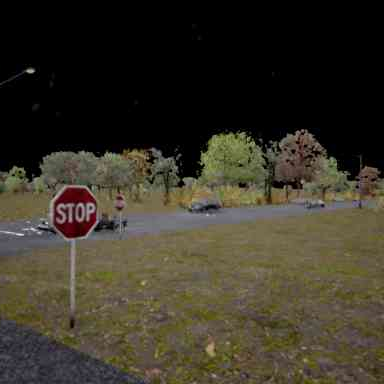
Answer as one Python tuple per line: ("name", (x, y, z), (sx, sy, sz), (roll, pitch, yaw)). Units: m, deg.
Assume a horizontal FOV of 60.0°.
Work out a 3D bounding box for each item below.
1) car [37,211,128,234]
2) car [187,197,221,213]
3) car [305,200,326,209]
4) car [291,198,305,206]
("car", (-6.361, 1.765, 19.986), (2.033, 1.411, 5.357), (1, 0, 36))
("car", (1.706, 1.739, 43.120), (2.150, 2.045, 5.566), (1, 1, 36))
("car", (22.598, 2.146, 60.115), (2.097, 1.767, 4.553), (1, 0, 36))
("car", (23.457, 2.194, 73.263), (2.097, 1.767, 4.553), (1, 0, 36))
